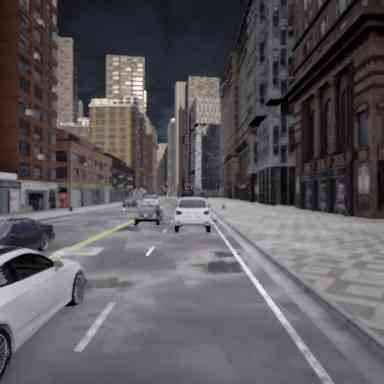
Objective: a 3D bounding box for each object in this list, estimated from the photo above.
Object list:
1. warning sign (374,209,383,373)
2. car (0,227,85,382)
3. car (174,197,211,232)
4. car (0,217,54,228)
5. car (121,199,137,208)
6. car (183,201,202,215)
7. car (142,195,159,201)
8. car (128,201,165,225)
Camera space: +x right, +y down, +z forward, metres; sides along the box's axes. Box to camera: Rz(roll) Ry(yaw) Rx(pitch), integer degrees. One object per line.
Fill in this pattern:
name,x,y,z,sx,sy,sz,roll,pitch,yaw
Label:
warning sign,2.846,1.133,3.463,1.300,1.860,1.060,0,0,0
car,-3.154,1.550,5.117,1.812,1.442,4.674,0,0,0
car,0.043,1.327,21.184,2.150,2.045,5.566,0,0,0
car,-6.592,1.603,11.590,2.033,1.411,5.357,0,0,1
car,-9.819,1.814,52.873,2.033,1.411,5.357,0,0,1
car,0.045,1.733,37.449,2.033,1.411,5.357,0,0,0
car,-6.574,1.486,53.080,2.150,2.045,5.566,0,0,1
car,-3.164,1.671,25.265,2.033,1.411,5.357,0,0,0
